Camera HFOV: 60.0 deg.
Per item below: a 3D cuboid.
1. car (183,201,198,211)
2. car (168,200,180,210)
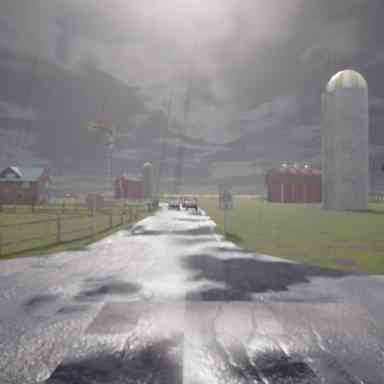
[{"bbox_3d":[-0.066,2.123,52.309,1.837,1.490,4.892,0,-1,-2],"label":"car"},{"bbox_3d":[-3.006,2.140,56.427,1.882,1.535,5.008,0,-1,-2],"label":"car"}]
